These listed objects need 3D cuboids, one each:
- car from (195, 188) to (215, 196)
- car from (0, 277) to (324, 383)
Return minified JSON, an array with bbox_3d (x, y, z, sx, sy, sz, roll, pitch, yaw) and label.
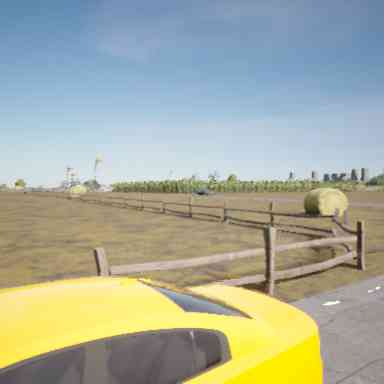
[{"bbox_3d":[2.647,0.013,68.351,2.097,1.767,4.553,1,0,-35],"label":"car"},{"bbox_3d":[-1.176,1.477,2.230,5.008,1.535,1.882,0,0,-35],"label":"car"}]
